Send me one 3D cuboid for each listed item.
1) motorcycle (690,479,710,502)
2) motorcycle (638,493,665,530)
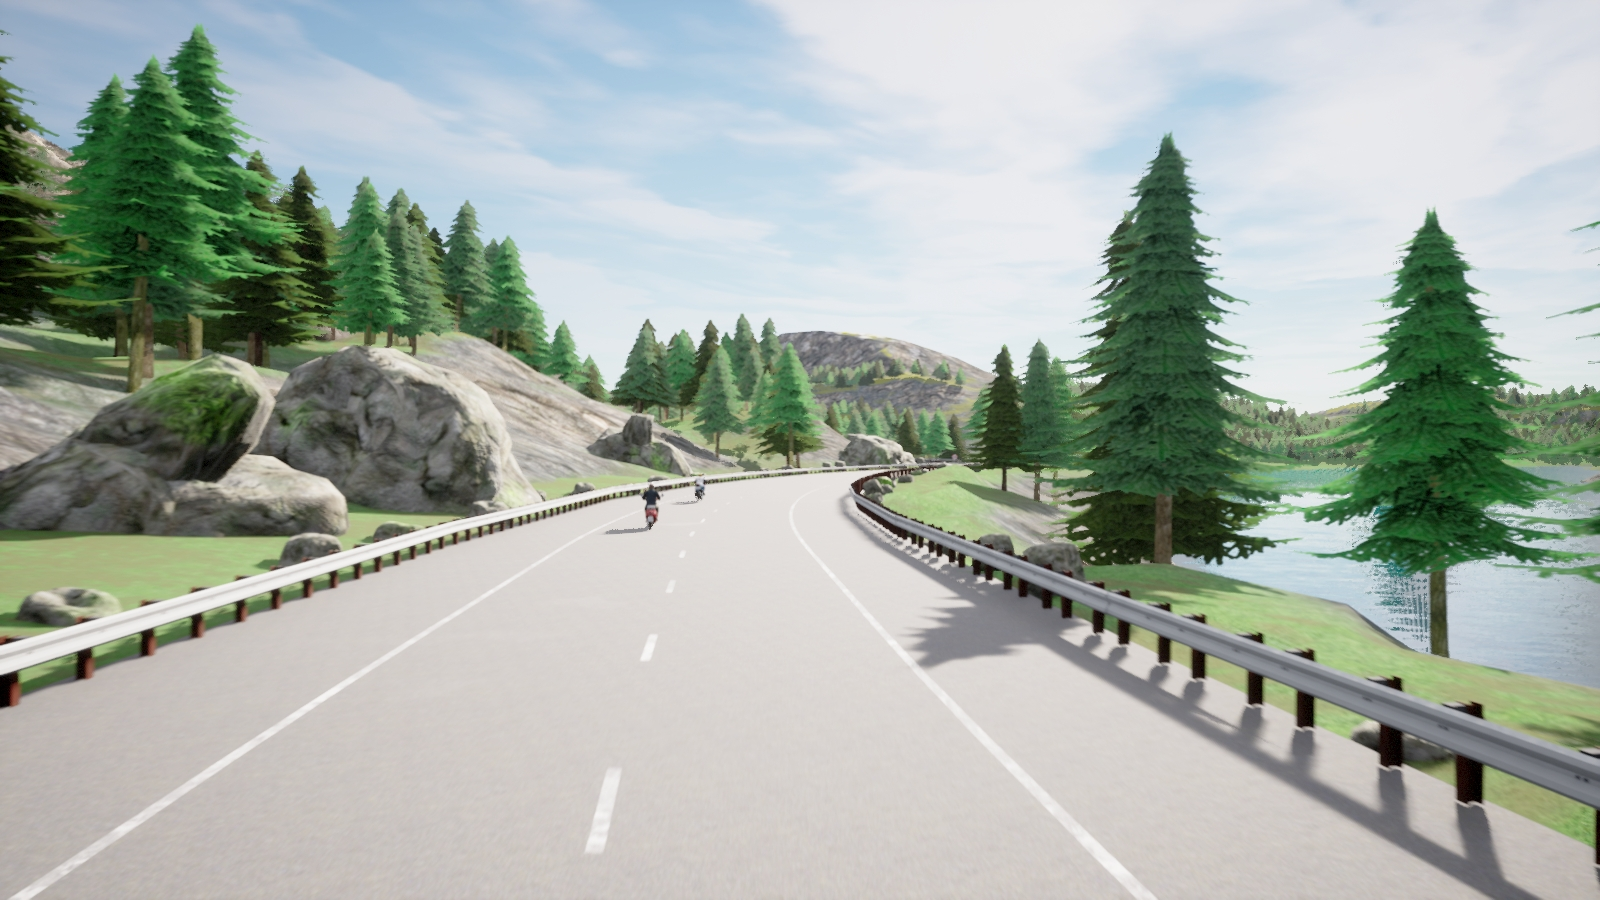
[{"bbox_3d":[-5.379,2.176,61.699,0.803,1.217,2.033,0,0,2],"label":"motorcycle"},{"bbox_3d":[-5.302,2.182,40.771,0.856,1.236,1.805,0,0,-4],"label":"motorcycle"}]
